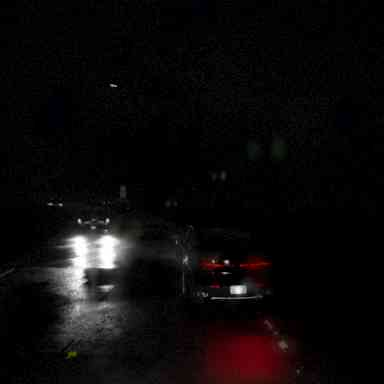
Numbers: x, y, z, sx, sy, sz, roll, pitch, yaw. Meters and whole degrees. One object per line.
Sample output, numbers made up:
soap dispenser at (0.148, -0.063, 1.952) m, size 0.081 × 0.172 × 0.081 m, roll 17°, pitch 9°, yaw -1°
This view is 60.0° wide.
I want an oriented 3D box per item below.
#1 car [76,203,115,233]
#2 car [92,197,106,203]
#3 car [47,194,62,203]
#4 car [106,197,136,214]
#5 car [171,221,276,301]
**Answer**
car at (-5.708, 1.554, 19.649) m, size 1.895 × 1.301 × 4.718 m, roll 0°, pitch 0°, yaw -14°
car at (-11.744, 1.375, 43.865) m, size 2.033 × 1.411 × 5.357 m, roll 1°, pitch 0°, yaw -31°
car at (-24.214, 1.150, 58.515) m, size 1.882 × 1.535 × 5.008 m, roll 1°, pitch 0°, yaw -31°
car at (-7.145, 1.384, 34.108) m, size 1.882 × 1.535 × 5.008 m, roll 1°, pitch 0°, yaw -24°
car at (0.580, 1.505, 8.379) m, size 1.837 × 1.490 × 4.892 m, roll 0°, pitch 0°, yaw -6°
